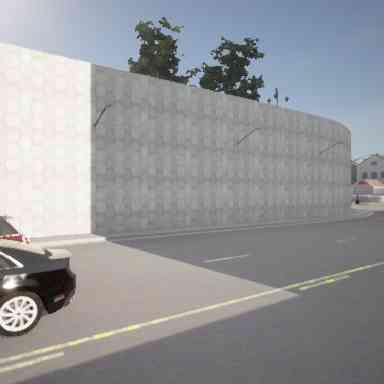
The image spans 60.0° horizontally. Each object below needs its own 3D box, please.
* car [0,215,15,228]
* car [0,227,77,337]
[{"bbox_3d":[-6.342,1.367,7.944,4.553,1.767,2.097,0,0,-35],"label":"car"},{"bbox_3d":[-4.334,1.514,5.077,4.892,1.490,1.837,0,0,-35],"label":"car"}]
